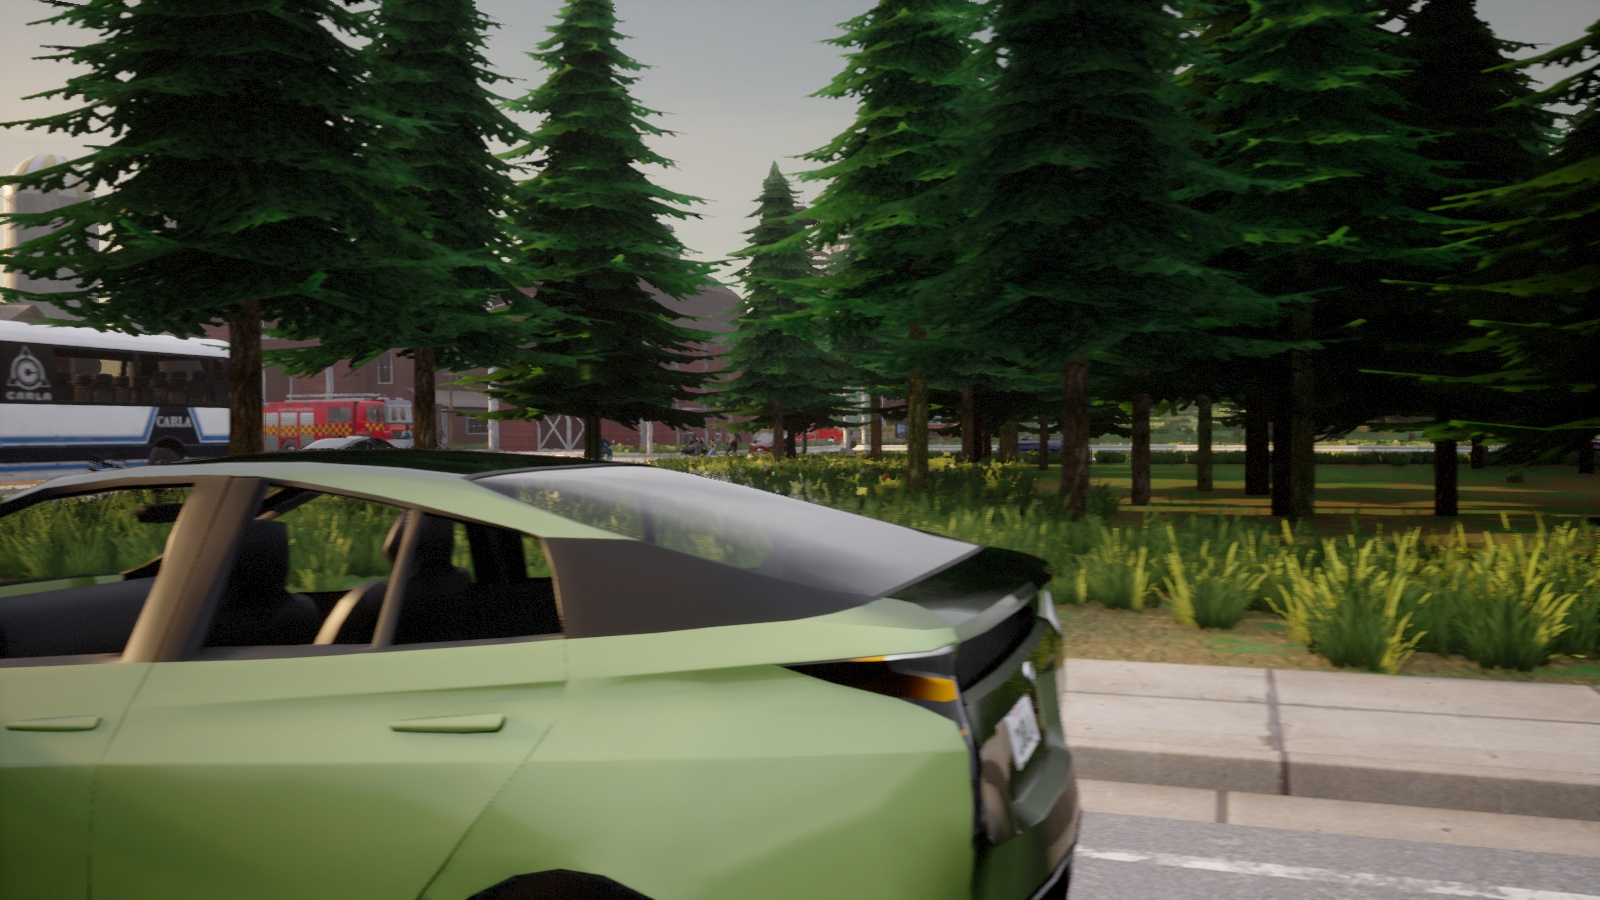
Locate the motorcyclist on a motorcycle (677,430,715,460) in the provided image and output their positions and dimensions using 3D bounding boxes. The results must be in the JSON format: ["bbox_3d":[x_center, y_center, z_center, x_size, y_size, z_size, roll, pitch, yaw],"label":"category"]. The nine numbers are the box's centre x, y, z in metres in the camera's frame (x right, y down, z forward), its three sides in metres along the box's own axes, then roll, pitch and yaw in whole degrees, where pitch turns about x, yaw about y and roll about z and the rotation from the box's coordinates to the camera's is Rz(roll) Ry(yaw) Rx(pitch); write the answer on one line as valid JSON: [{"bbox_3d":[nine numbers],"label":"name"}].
[{"bbox_3d":[-5.544,-0.262,66.988,1.817,1.590,0.866,0,1,16],"label":"motorcyclist on a motorcycle"}]

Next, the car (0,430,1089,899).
[{"bbox_3d":[-1.558,0.710,3.718,4.514,1.525,2.007,0,1,19],"label":"car"}]

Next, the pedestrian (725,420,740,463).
[{"bbox_3d":[-3.061,-0.379,56.819,0.423,1.949,0.788,0,1,19],"label":"pedestrian"}]

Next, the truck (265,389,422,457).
[{"bbox_3d":[-26.520,-1.554,72.972,8.468,3.827,2.891,0,1,16],"label":"truck"}]

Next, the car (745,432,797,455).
[{"bbox_3d":[-1.911,-0.465,84.652,2.163,1.488,4.792,0,1,17],"label":"car"}]

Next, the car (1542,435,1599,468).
[{"bbox_3d":[37.010,0.054,58.221,4.193,1.474,1.816,0,1,18],"label":"car"}]

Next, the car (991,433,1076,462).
[{"bbox_3d":[12.197,-0.137,65.554,4.193,1.474,1.816,0,1,16],"label":"car"}]

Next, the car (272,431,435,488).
[{"bbox_3d":[-12.910,0.226,36.732,1.882,1.535,5.008,0,1,17],"label":"car"}]

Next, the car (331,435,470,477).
[{"bbox_3d":[-14.112,0.167,44.768,2.033,1.411,5.357,0,1,17],"label":"car"}]

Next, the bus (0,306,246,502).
[{"bbox_3d":[-18.584,-1.043,30.115,3.944,4.253,10.273,0,1,17],"label":"bus"}]
